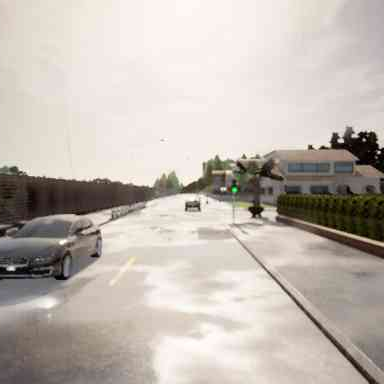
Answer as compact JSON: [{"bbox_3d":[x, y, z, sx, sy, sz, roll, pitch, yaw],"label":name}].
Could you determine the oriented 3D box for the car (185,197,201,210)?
[{"bbox_3d":[0.098,1.402,40.986,2.128,1.511,4.902,0,0,0],"label":"car"}]

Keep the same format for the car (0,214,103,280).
[{"bbox_3d":[-4.062,1.484,9.943,1.837,1.490,4.892,0,0,1],"label":"car"}]
